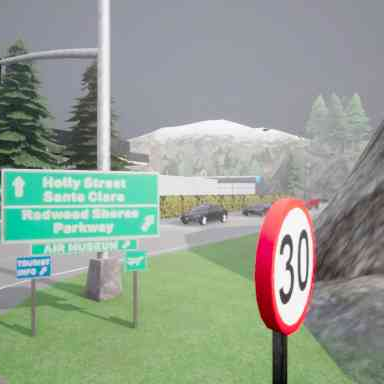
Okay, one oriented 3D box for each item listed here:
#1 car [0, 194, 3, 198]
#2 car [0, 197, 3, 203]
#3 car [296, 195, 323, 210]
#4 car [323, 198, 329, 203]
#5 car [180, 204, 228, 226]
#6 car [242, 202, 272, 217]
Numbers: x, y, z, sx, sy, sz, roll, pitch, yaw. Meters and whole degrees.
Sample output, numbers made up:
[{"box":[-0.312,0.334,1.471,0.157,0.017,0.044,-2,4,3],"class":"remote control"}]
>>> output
[{"box":[-38.586,1.512,70.010,4.514,1.523,2.007,0,0,35],"class":"car"},{"box":[-12.384,1.512,26.067,1.905,1.878,3.866,0,0,35],"class":"car"},{"box":[15.998,1.402,46.355,2.150,2.045,5.566,0,0,36],"class":"car"},{"box":[28.266,1.793,74.912,1.895,1.301,4.718,0,0,-42],"class":"car"},{"box":[1.042,1.701,25.949,1.837,1.490,4.892,0,0,36],"class":"car"},{"box":[7.098,1.743,34.270,2.033,1.411,5.357,0,0,36],"class":"car"}]
